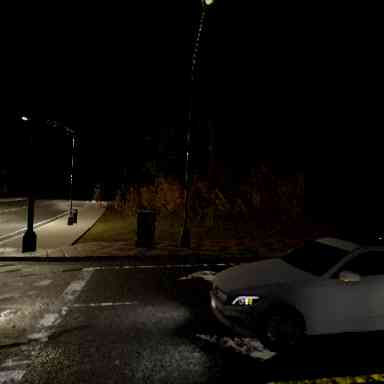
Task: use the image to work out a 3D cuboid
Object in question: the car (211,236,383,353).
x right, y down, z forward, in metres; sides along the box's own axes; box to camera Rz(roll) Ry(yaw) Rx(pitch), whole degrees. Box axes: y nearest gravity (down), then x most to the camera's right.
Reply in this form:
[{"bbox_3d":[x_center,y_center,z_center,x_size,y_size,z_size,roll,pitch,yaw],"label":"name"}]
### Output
[{"bbox_3d":[2.664,1.525,5.715,4.674,1.442,1.812,0,0,-8],"label":"car"}]
